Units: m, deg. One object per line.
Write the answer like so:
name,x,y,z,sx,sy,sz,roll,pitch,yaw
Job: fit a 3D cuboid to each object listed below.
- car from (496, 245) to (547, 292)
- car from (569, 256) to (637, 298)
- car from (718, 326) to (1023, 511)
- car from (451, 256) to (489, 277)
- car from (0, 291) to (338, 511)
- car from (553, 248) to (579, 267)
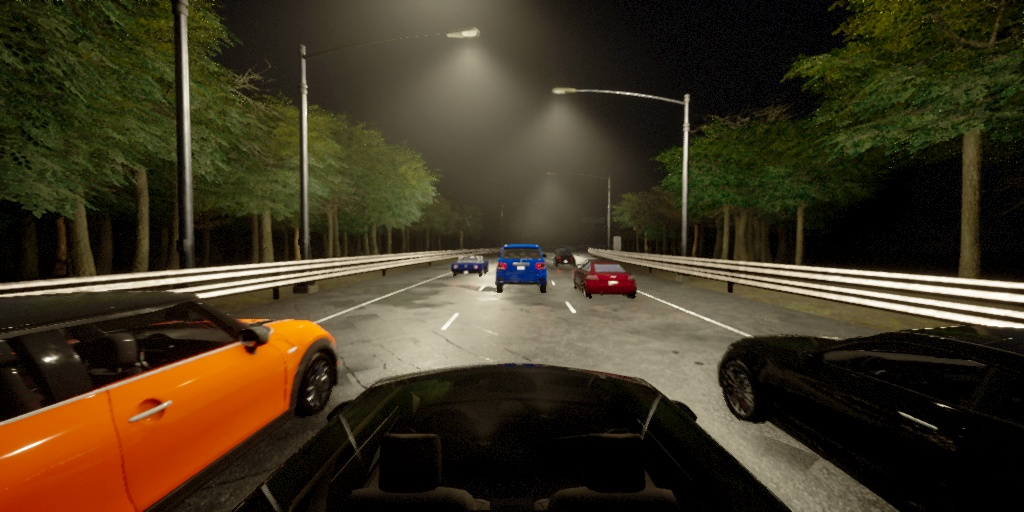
car,0.472,0.484,16.887,2.150,2.045,5.566,0,2,2
car,3.803,0.881,15.211,1.994,1.385,4.181,0,2,2
car,3.527,1.248,2.619,1.812,1.442,4.674,0,2,0
car,-2.671,0.631,24.084,1.895,1.301,4.718,0,2,3
car,-3.353,1.063,2.890,2.097,1.767,4.553,0,2,0
car,4.947,0.240,33.872,1.812,1.442,4.674,0,2,5
